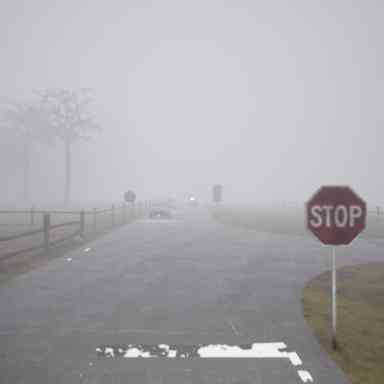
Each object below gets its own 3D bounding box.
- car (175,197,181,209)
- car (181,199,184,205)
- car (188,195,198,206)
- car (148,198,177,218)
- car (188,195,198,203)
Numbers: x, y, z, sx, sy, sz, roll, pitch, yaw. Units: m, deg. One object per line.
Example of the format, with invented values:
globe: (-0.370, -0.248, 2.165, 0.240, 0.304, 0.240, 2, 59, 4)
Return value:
car: (-2.741, 1.585, 42.857, 1.837, 1.490, 4.892, 0, 0, 0)
car: (-2.639, 1.686, 61.413, 1.812, 1.442, 4.674, 0, 0, 1)
car: (0.149, 1.703, 60.300, 2.033, 1.411, 5.357, 0, 0, 0)
car: (-2.775, 1.588, 30.463, 2.033, 1.411, 5.357, 0, 0, 0)
car: (0.176, 1.428, 70.908, 2.097, 1.767, 4.553, 0, 0, 0)
